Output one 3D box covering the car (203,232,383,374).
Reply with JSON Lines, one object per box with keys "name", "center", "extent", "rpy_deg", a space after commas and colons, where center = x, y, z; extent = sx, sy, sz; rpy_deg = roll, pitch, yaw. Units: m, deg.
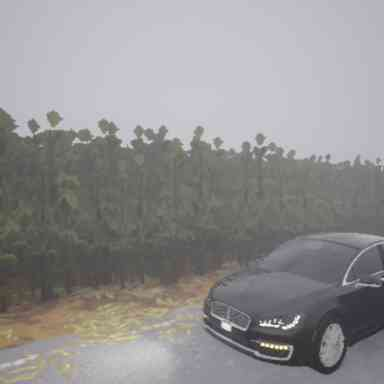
{"name": "car", "center": [2.424, 1.510, 5.715], "extent": [4.892, 1.490, 1.837], "rpy_deg": [1, 0, -35]}
